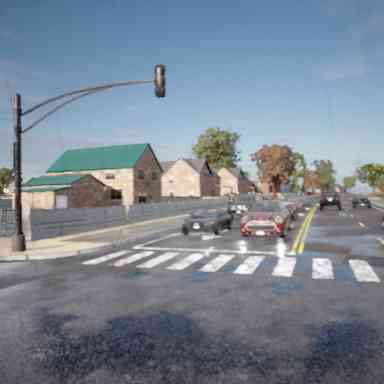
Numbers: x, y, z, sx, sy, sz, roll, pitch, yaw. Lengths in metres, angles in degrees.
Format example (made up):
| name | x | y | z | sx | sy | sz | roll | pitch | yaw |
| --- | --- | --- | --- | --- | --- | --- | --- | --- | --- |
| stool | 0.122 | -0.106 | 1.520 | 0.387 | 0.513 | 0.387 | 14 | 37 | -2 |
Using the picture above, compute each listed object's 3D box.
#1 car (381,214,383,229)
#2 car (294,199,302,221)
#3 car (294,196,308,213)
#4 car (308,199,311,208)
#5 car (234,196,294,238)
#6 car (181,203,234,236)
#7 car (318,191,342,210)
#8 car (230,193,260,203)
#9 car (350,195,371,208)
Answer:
| name | x | y | z | sx | sy | sz | roll | pitch | yaw |
| --- | --- | --- | --- | --- | --- | --- | --- | --- | --- |
| car | 10.733 | 1.311 | 16.403 | 1.994 | 1.385 | 4.181 | -2 | 0 | 21 |
| car | 7.136 | 1.463 | 25.666 | 1.895 | 1.301 | 4.718 | -2 | 0 | 21 |
| car | 10.482 | 1.322 | 34.024 | 1.812 | 1.442 | 4.674 | -2 | 0 | 22 |
| car | 14.332 | 1.252 | 43.374 | 1.812 | 1.442 | 4.674 | -2 | 0 | 22 |
| car | 3.913 | 1.280 | 17.315 | 2.097 | 1.767 | 4.553 | -2 | 0 | 21 |
| car | 0.938 | 1.573 | 18.605 | 1.994 | 1.385 | 4.181 | -2 | 0 | 21 |
| car | 15.244 | 0.901 | 36.765 | 2.150 | 2.045 | 5.566 | -2 | 0 | 22 |
| car | 4.582 | 1.156 | 28.081 | 2.150 | 2.045 | 5.566 | -2 | 0 | 22 |
| car | 19.433 | 1.080 | 38.395 | 1.837 | 1.490 | 4.892 | -2 | 0 | 22 |
